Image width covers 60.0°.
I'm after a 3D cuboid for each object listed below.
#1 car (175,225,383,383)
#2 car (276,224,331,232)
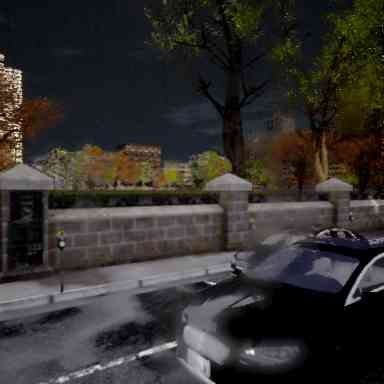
[{"bbox_3d":[2.062,1.489,4.846,4.902,1.511,2.128,0,0,-35],"label":"car"},{"bbox_3d":[2.963,1.546,8.673,4.403,1.369,2.008,0,0,-35],"label":"car"}]
